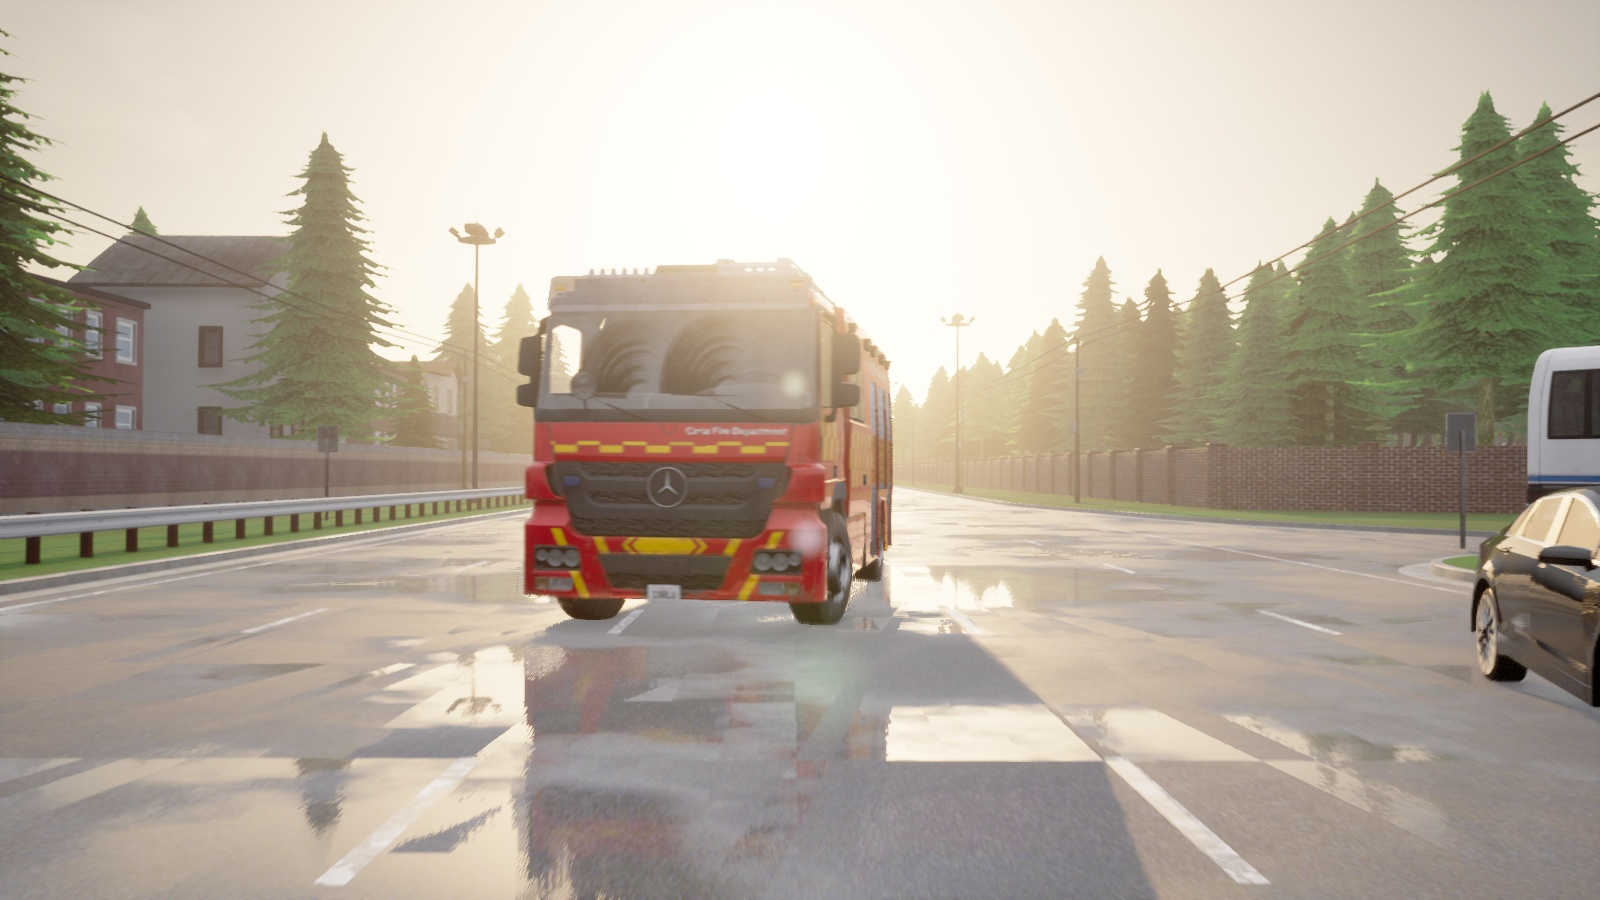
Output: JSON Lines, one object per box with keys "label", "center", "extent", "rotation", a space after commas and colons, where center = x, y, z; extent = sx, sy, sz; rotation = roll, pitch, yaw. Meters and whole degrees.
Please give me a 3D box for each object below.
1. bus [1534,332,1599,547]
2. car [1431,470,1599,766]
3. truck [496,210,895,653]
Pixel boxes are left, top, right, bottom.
{"label": "bus", "center": [19.831, -0.256, 22.979], "extent": [3.944, 4.253, 10.273], "rotation": [0, -1, -40]}
{"label": "car", "center": [5.628, 0.881, 7.885], "extent": [2.128, 1.511, 4.902], "rotation": [-1, -1, 16]}
{"label": "truck", "center": [-0.641, -0.092, 15.261], "extent": [2.891, 3.827, 8.468], "rotation": [0, -1, 9]}
